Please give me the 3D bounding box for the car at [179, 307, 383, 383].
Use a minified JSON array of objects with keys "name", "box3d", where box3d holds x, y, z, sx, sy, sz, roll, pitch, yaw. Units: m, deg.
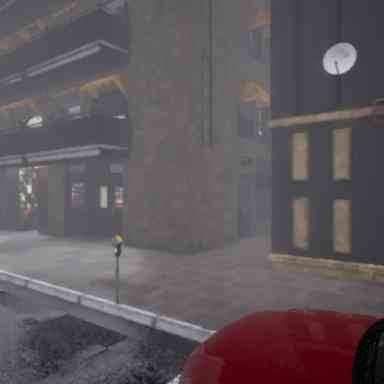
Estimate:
[{"name":"car","box3d":[2.135,1.317,1.355,5.009,1.841,2.192,0,0,35]}]
